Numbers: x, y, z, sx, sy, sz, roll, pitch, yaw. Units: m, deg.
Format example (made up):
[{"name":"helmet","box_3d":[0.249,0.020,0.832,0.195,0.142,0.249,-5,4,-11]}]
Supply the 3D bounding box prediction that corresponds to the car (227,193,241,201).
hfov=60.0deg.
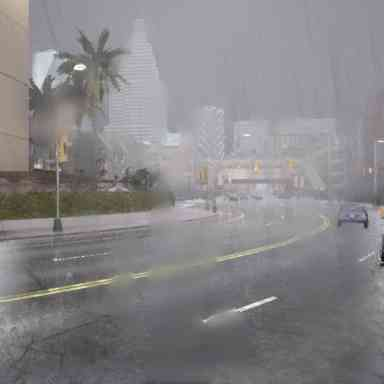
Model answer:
[{"name":"car","box_3d":[10.165,1.419,80.938,2.097,1.535,5.008,0,0,7]}]

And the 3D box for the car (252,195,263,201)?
[{"name":"car","box_3d":[17.303,1.533,86.659,1.895,1.301,4.718,0,0,7]}]

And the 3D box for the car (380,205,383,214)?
[{"name":"car","box_3d":[15.843,1.465,25.672,1.882,1.535,5.008,0,0,22]}]

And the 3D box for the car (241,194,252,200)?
[{"name":"car","box_3d":[13.835,1.489,87.139,1.994,1.385,4.181,0,0,7]}]

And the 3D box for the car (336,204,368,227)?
[{"name":"car","box_3d":[11.024,1.535,22.973,2.033,1.411,5.357,0,0,24]}]

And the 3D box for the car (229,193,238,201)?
[{"name":"car","box_3d":[10.797,1.289,87.333,2.185,1.767,4.553,0,0,7]}]

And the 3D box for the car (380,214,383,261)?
[{"name":"car","box_3d":[7.723,1.521,11.215,1.812,1.442,4.674,0,0,40]}]
